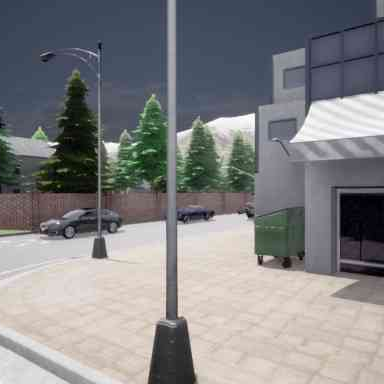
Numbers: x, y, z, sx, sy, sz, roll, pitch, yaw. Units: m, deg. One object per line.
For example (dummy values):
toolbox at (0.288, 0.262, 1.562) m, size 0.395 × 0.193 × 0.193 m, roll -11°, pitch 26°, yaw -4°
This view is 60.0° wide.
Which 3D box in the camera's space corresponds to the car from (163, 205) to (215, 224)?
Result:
car at (-0.175, 1.777, 26.987) m, size 1.895 × 1.301 × 4.718 m, roll 0°, pitch 0°, yaw 37°

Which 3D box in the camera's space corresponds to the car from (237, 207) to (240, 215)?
car at (6.533, 1.740, 36.029) m, size 1.994 × 1.385 × 4.181 m, roll 0°, pitch 0°, yaw 37°

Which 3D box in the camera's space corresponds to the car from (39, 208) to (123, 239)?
car at (-6.158, 1.681, 18.908) m, size 1.837 × 1.490 × 4.892 m, roll 0°, pitch 0°, yaw 36°

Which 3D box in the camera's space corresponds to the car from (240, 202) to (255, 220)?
car at (6.628, 1.668, 29.973) m, size 2.128 × 1.511 × 4.902 m, roll 0°, pitch 0°, yaw 37°
